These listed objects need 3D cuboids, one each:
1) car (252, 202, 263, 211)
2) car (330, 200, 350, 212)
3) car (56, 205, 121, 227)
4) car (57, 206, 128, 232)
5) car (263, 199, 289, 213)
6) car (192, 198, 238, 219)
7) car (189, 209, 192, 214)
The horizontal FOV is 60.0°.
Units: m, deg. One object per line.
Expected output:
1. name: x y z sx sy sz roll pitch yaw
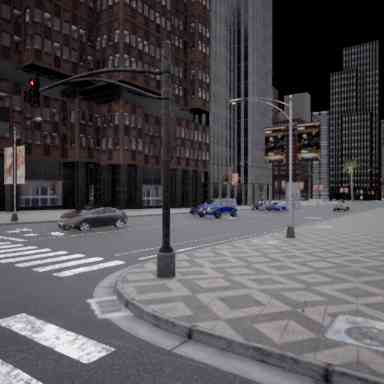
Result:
1. car: 10.977 2.314 52.066 1.994 1.385 4.181 0 -1 35
2. car: 24.184 2.430 53.688 2.033 1.411 5.357 0 -1 34
3. car: -7.814 1.783 25.592 1.812 1.442 4.674 0 -1 35
4. car: -6.426 1.735 21.931 1.837 1.490 4.892 0 -1 35
5. car: 12.787 2.194 49.016 1.882 1.535 5.008 0 -1 36
6. car: 2.788 1.686 34.981 2.150 2.045 5.566 0 -1 35
7. car: 1.825 2.048 39.256 2.033 1.411 5.357 0 -1 35
